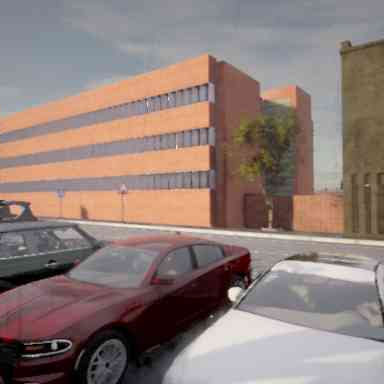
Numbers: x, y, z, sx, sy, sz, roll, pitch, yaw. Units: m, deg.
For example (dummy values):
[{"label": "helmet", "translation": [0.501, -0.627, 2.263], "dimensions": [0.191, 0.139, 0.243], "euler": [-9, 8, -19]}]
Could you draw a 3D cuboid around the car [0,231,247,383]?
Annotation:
[{"label": "car", "translation": [-0.743, 1.508, 5.532], "dimensions": [2.097, 1.535, 5.008], "euler": [-1, 0, 36]}]

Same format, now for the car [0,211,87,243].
[{"label": "car", "translation": [-3.064, 1.405, 7.145], "dimensions": [2.185, 1.767, 4.553], "euler": [-1, 0, 36]}]

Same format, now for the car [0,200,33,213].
[{"label": "car", "translation": [-7.661, 1.323, 10.434], "dimensions": [2.435, 2.045, 5.566], "euler": [-1, 0, 36]}]

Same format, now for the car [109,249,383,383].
[{"label": "car", "translation": [1.555, 1.526, 3.887], "dimensions": [2.002, 1.452, 4.674], "euler": [-1, 0, 36]}]
